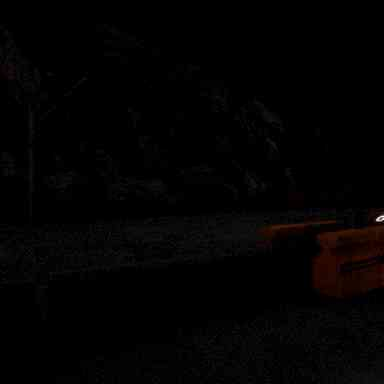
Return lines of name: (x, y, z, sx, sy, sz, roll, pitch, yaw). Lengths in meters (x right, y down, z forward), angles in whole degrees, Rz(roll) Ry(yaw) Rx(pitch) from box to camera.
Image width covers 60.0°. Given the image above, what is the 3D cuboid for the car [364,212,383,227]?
car: (11.302, 1.295, 16.872, 4.553, 1.767, 2.097, 0, 1, 10)
